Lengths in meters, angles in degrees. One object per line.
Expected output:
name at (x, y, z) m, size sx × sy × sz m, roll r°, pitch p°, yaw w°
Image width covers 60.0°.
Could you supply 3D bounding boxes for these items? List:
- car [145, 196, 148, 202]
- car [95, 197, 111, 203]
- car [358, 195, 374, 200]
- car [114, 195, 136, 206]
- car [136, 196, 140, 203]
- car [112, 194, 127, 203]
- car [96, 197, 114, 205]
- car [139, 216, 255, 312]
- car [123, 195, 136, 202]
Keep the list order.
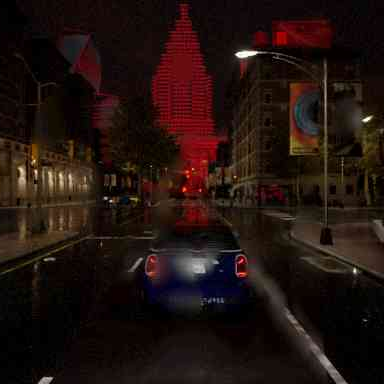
car at (-11.243, 1.553, 75.746) m, size 1.994 × 1.385 × 4.181 m, roll 0°, pitch 0°, yaw 0°
car at (-18.021, 1.595, 67.401) m, size 1.895 × 1.301 × 4.718 m, roll 0°, pitch 0°, yaw 0°
car at (34.678, 1.481, 68.615) m, size 2.231 × 1.521 × 4.892 m, roll 0°, pitch 0°, yaw 0°
car at (-11.391, 1.526, 56.725) m, size 1.812 × 1.442 × 4.674 m, roll 0°, pitch 0°, yaw 0°
car at (-11.306, 1.478, 65.873) m, size 1.882 × 1.535 × 5.008 m, roll 0°, pitch 0°, yaw 1°
car at (-14.770, 1.352, 68.009) m, size 2.097 × 1.767 × 4.553 m, roll 0°, pitch 0°, yaw 0°
car at (-14.881, 1.547, 57.899) m, size 2.033 × 1.411 × 5.357 m, roll 0°, pitch 0°, yaw 0°
car at (0.100, 1.352, 7.891) m, size 2.097 × 1.767 × 4.553 m, roll 0°, pitch 0°, yaw 0°
car at (-14.734, 1.525, 78.410) m, size 2.128 × 1.511 × 4.902 m, roll 0°, pitch 0°, yaw 0°
